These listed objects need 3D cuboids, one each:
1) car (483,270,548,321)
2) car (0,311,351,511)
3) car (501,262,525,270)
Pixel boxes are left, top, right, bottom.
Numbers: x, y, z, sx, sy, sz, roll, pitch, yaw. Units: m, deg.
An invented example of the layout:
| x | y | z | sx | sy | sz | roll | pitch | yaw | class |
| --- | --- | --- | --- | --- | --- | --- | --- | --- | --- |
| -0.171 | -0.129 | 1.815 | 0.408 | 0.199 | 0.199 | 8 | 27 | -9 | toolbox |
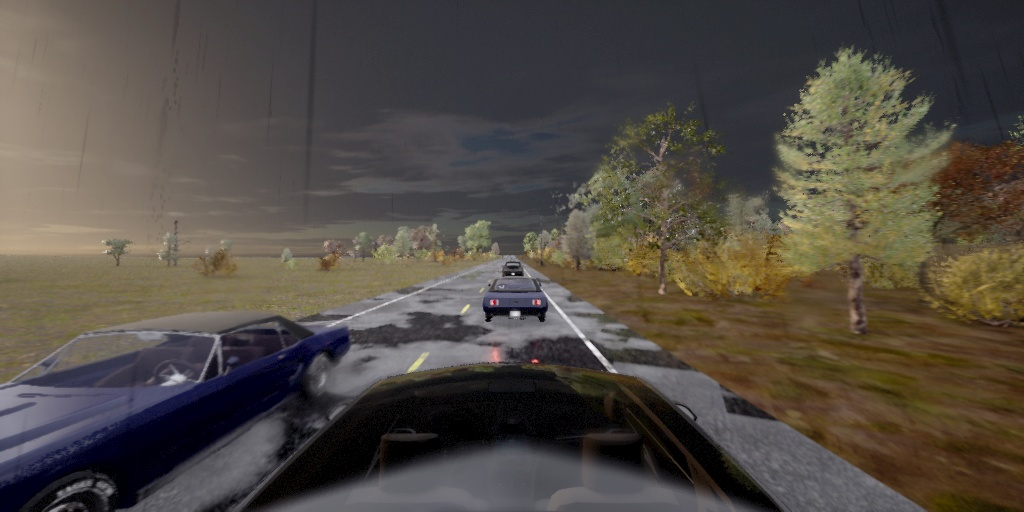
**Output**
| x | y | z | sx | sy | sz | roll | pitch | yaw | class |
| --- | --- | --- | --- | --- | --- | --- | --- | --- | --- |
| 0.098 | 1.350 | 12.419 | 1.895 | 1.301 | 4.718 | 0 | 0 | 0 | car |
| -3.597 | 1.351 | 3.693 | 1.895 | 1.301 | 4.718 | 0 | 0 | 0 | car |
| 0.090 | 1.243 | 32.254 | 1.837 | 1.490 | 4.892 | 0 | 0 | 0 | car |
